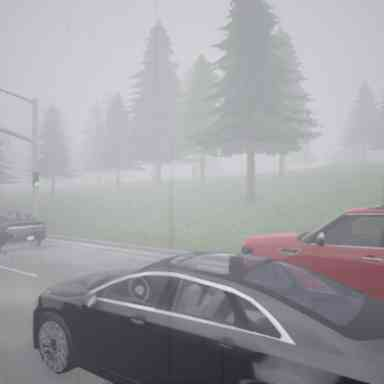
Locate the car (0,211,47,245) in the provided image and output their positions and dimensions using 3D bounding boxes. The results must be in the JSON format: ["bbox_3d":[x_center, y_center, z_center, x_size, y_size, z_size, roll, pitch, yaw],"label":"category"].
[{"bbox_3d":[-8.121,1.546,14.077,4.902,1.511,2.128,0,0,36],"label":"car"}]

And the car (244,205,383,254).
[{"bbox_3d":[3.417,1.226,5.855,5.566,2.045,2.150,0,0,35],"label":"car"}]

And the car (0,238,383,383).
[{"bbox_3d":[0.006,1.500,3.988,4.902,1.511,2.128,0,0,35],"label":"car"}]
